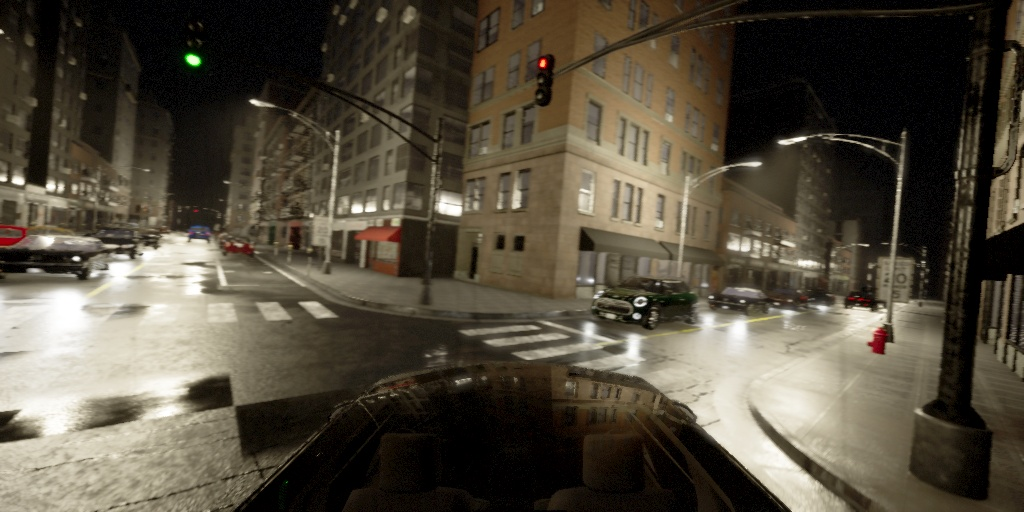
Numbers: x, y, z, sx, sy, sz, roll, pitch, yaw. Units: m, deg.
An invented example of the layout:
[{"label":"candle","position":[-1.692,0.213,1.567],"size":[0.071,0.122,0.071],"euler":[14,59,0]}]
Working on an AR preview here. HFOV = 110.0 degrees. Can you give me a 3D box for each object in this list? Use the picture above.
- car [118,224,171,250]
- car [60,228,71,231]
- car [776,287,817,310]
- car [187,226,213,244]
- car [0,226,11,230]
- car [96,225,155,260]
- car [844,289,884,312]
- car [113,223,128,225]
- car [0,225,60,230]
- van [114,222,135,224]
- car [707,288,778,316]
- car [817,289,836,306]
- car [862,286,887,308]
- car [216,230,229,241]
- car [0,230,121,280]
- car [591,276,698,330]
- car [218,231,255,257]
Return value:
[{"label":"car","position":[-27.636,-1.311,26.980],"size":[2.128,1.511,4.902],"euler":[5,0,-40]},{"label":"car","position":[-23.782,-0.899,18.351],"size":[1.751,1.417,4.829],"euler":[0,0,-40]},{"label":"car","position":[19.925,3.011,25.890],"size":[5.357,1.411,2.033],"euler":[5,0,-40]},{"label":"car","position":[-38.726,-2.649,44.480],"size":[2.150,2.045,5.566],"euler":[5,0,-40]},{"label":"car","position":[-16.867,-0.217,10.161],"size":[2.007,1.370,4.403],"euler":[0,0,-40]},{"label":"car","position":[-21.125,-0.700,19.216],"size":[2.128,1.511,4.902],"euler":[5,0,-40]},{"label":"car","position":[29.965,3.850,30.664],"size":[4.892,1.490,1.837],"euler":[5,0,-40]},{"label":"car","position":[-34.429,-1.846,30.959],"size":[1.948,1.339,4.313],"euler":[0,0,-40]},{"label":"car","position":[-20.380,-0.551,14.321],"size":[1.888,1.381,4.507],"euler":[0,0,-40]},{"label":"van","position":[-37.941,-2.401,35.119],"size":[1.690,1.789,3.998],"euler":[0,0,-40]},{"label":"car","position":[12.510,2.421,19.569],"size":[4.718,1.301,1.895],"euler":[5,0,-40]},{"label":"car","position":[27.827,3.713,32.576],"size":[4.181,1.385,1.994],"euler":[5,0,-40]},{"label":"car","position":[37.928,4.256,37.495],"size":[5.566,2.045,2.150],"euler":[5,0,-40]},{"label":"car","position":[-28.325,-1.475,36.145],"size":[1.967,1.591,4.097],"euler":[0,0,-40]},{"label":"car","position":[-14.979,-0.016,11.914],"size":[1.895,1.301,4.718],"euler":[5,0,-40]},{"label":"car","position":[4.955,1.515,13.101],"size":[4.553,1.767,2.097],"euler":[5,0,-40]},{"label":"car","position":[-21.299,-0.816,27.825],"size":[1.967,1.591,4.097],"euler":[0,0,-40]}]
